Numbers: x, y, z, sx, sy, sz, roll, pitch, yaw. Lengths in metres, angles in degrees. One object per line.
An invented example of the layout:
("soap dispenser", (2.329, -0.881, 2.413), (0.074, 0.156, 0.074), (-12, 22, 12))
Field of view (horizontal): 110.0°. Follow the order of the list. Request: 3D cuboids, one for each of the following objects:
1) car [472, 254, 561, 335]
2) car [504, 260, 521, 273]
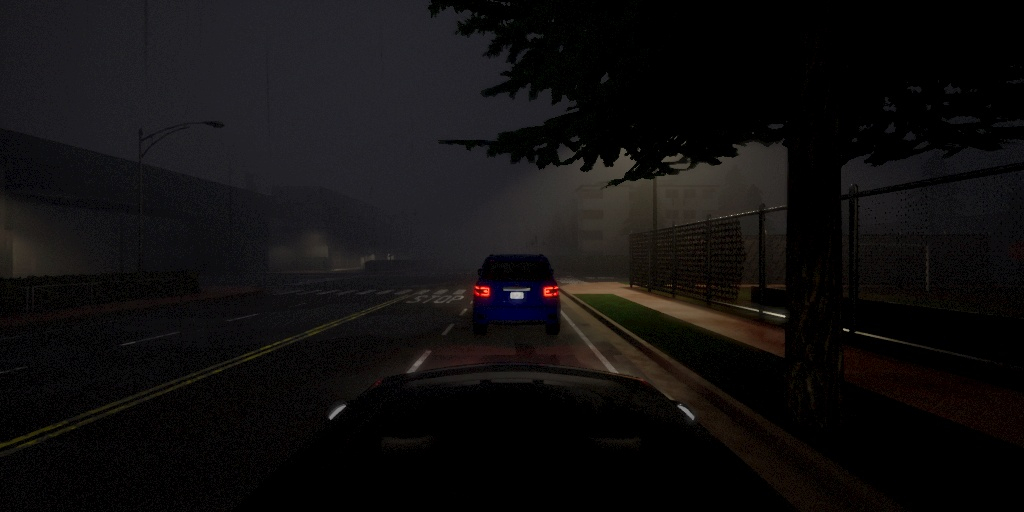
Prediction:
("car", (0.115, 0.972, 10.673), (2.150, 2.045, 5.566), (0, 0, 0))
("car", (0.025, 1.242, 45.548), (2.128, 1.511, 4.902), (0, 0, 0))
